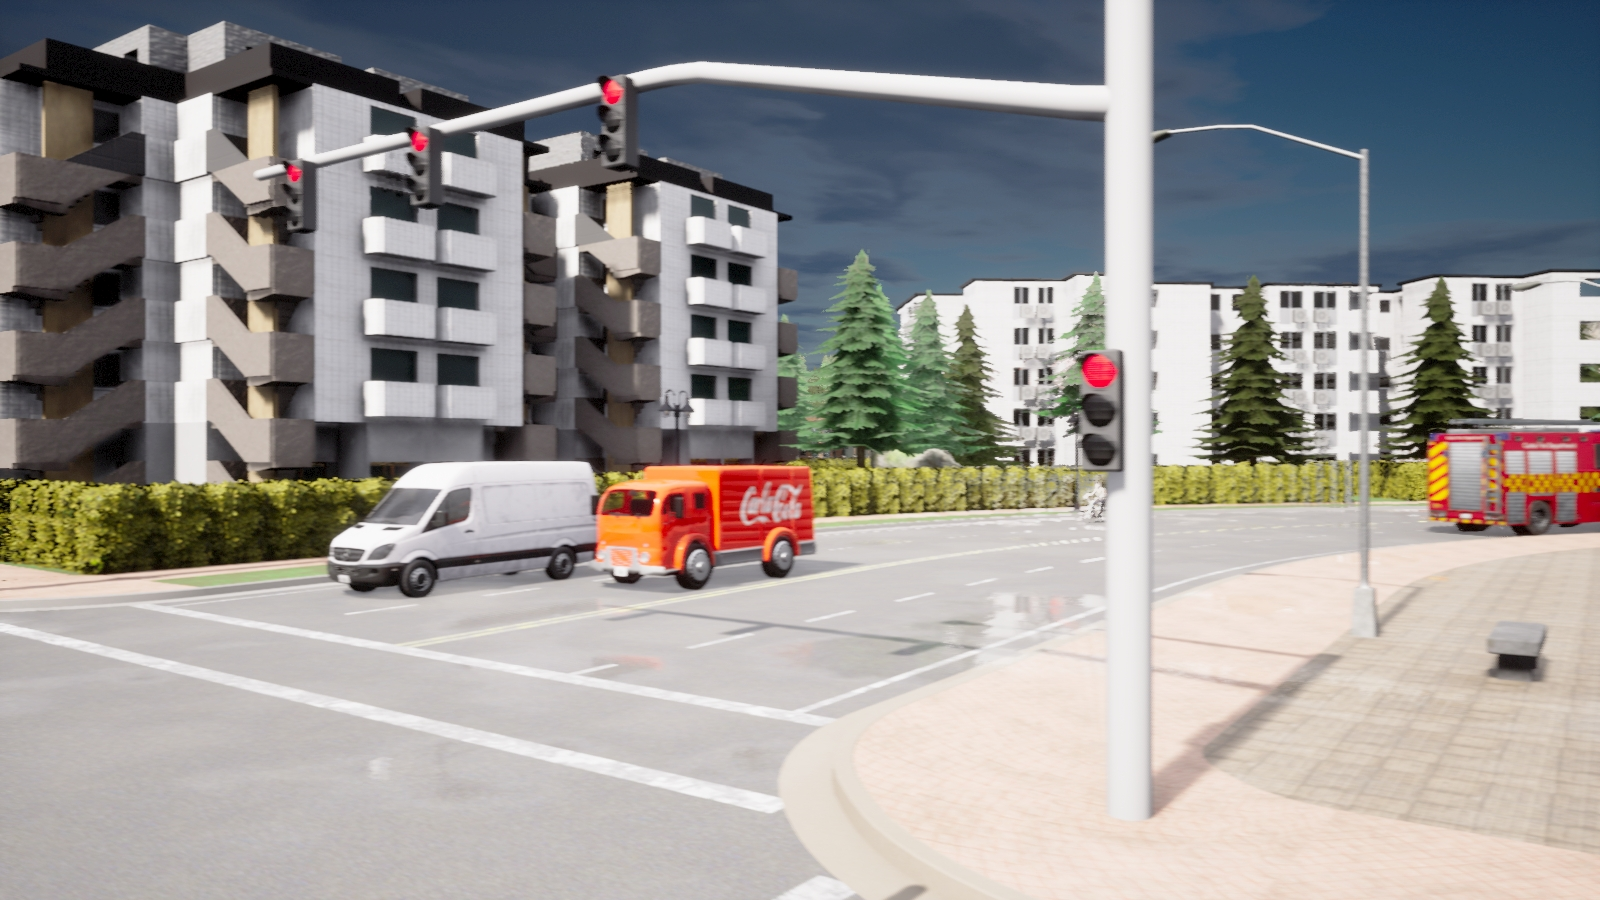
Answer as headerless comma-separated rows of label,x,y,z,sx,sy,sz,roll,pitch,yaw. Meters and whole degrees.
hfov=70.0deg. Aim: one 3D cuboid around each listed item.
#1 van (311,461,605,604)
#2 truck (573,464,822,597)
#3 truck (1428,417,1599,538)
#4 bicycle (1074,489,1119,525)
van,-6.893,1.537,23.841,1.988,2.561,5.915,0,0,35
truck,-2.057,1.569,24.685,2.627,2.467,5.204,0,0,35
truck,25.764,0.877,38.944,8.468,3.827,2.891,0,0,-21
bicycle,11.232,2.151,43.273,1.487,1.276,0.859,0,1,-33
